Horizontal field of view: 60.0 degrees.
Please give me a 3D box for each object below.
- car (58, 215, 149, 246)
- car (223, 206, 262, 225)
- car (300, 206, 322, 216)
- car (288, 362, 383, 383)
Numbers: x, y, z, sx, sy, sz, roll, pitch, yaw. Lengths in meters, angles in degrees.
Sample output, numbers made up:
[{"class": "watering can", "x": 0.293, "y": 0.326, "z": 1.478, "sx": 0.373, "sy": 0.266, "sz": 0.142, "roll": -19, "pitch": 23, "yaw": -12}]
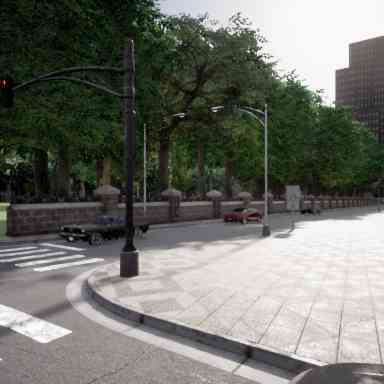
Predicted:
[{"class": "car", "x": -4.355, "y": 1.865, "z": 17.052, "sx": 1.895, "sy": 1.301, "sz": 4.718, "roll": 0, "pitch": -1, "yaw": 32}, {"class": "car", "x": 4.656, "y": 2.066, "z": 30.032, "sx": 1.882, "sy": 1.535, "sz": 5.008, "roll": 0, "pitch": -1, "yaw": 35}, {"class": "car", "x": 16.953, "y": 2.636, "z": 47.273, "sx": 1.895, "sy": 1.301, "sz": 4.718, "roll": 0, "pitch": -1, "yaw": 35}, {"class": "car", "x": 2.371, "y": 1.551, "z": 1.272, "sx": 4.403, "sy": 1.369, "sz": 2.008, "roll": 0, "pitch": 0, "yaw": 36}]
